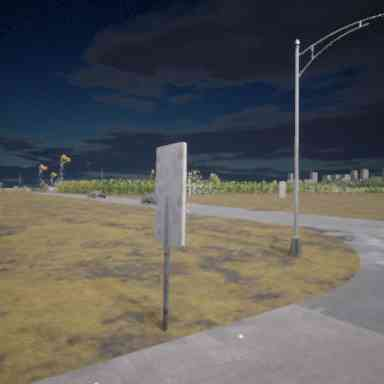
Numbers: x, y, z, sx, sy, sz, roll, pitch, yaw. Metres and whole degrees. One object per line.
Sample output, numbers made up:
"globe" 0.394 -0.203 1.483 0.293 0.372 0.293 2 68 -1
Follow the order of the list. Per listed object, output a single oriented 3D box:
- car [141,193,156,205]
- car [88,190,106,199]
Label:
"car" -4.231 0.804 38.743 1.994 1.385 4.181 2 0 -35
"car" -15.859 0.384 55.534 1.994 1.385 4.181 2 0 -35
